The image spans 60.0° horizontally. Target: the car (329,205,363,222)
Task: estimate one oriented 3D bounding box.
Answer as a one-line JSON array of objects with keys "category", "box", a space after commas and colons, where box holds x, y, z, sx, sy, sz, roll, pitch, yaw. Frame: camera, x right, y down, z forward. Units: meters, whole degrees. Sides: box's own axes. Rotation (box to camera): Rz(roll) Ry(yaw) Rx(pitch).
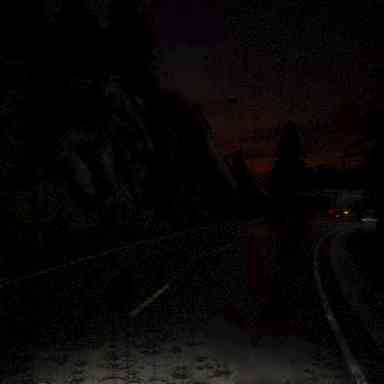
[{"category": "car", "box": [14.288, 1.938, 30.954, 1.812, 1.442, 4.674, 2, 0, 41]}]
